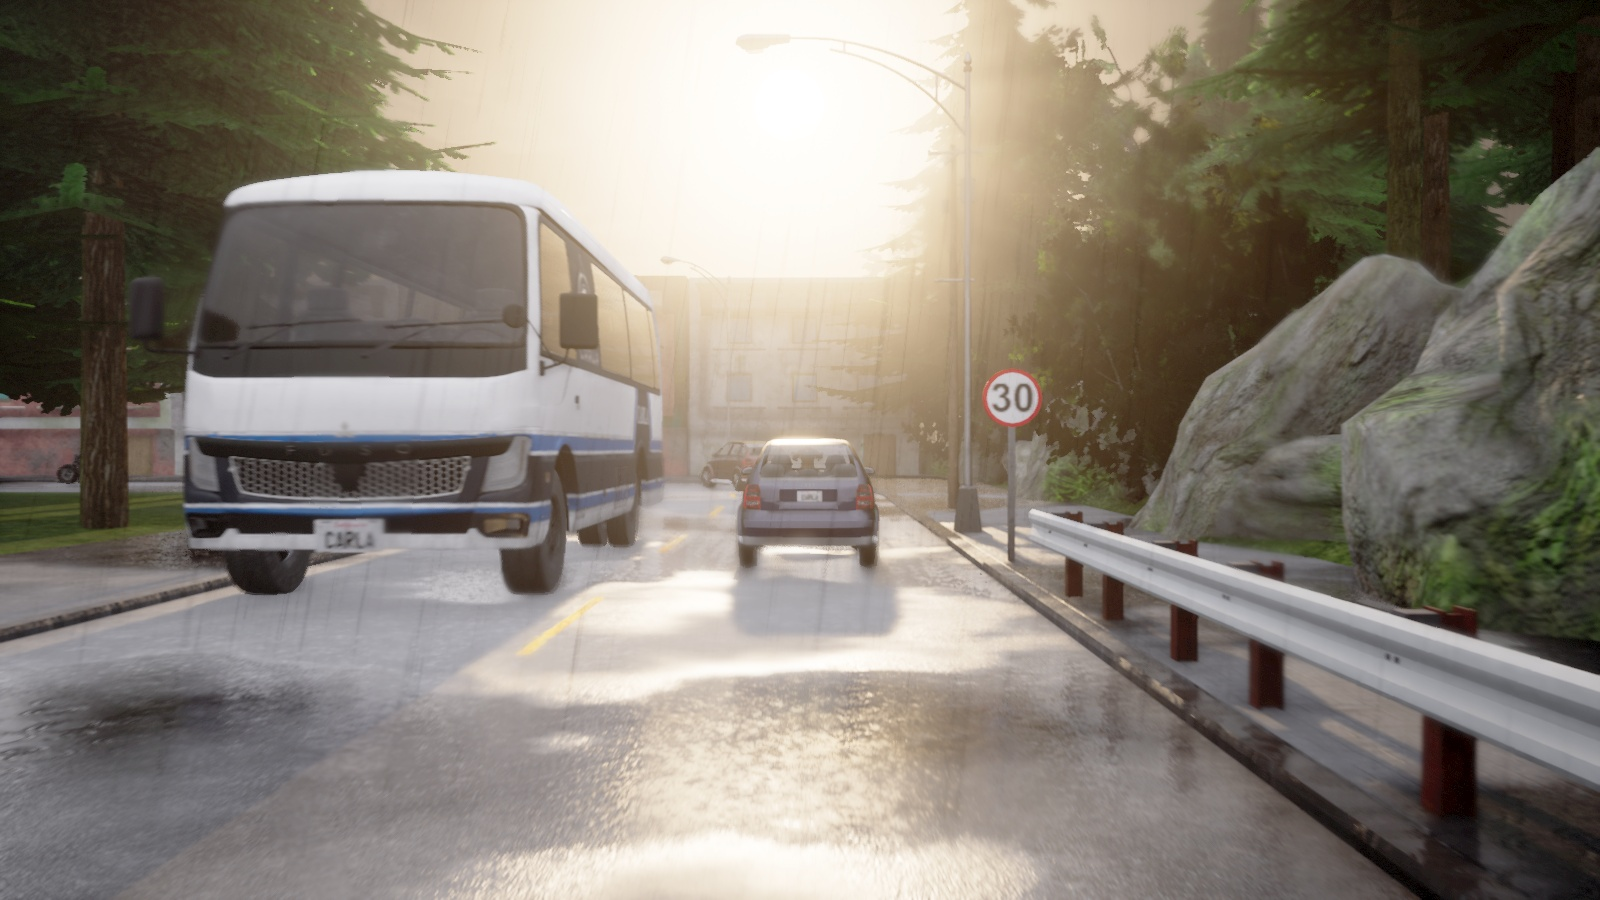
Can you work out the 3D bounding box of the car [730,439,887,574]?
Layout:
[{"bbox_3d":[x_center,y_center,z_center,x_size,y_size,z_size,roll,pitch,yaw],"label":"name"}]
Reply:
[{"bbox_3d":[0.107,0.632,16.239,1.789,1.549,3.705,0,0,0],"label":"car"}]

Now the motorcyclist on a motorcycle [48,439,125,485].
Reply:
[{"bbox_3d":[-25.844,0.414,45.499,2.350,1.649,0.766,0,0,1],"label":"motorcyclist on a motorcycle"}]

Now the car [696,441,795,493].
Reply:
[{"bbox_3d":[-1.771,0.497,39.639,1.789,1.549,3.705,0,0,-26],"label":"car"}]

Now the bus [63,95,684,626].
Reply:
[{"bbox_3d":[-3.901,-0.721,15.221,3.944,4.253,10.273,0,0,1],"label":"bus"}]
